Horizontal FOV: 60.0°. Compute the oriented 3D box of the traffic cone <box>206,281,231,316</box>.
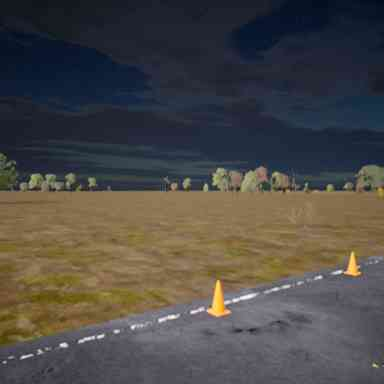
[{"bbox_3d":[0.499,1.958,6.234,0.340,0.580,0.340,0,0,-37],"label":"traffic cone"}]

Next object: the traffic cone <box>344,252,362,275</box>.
[{"bbox_3d":[4.455,1.961,9.215,0.340,0.580,0.340,0,0,-38],"label":"traffic cone"}]
